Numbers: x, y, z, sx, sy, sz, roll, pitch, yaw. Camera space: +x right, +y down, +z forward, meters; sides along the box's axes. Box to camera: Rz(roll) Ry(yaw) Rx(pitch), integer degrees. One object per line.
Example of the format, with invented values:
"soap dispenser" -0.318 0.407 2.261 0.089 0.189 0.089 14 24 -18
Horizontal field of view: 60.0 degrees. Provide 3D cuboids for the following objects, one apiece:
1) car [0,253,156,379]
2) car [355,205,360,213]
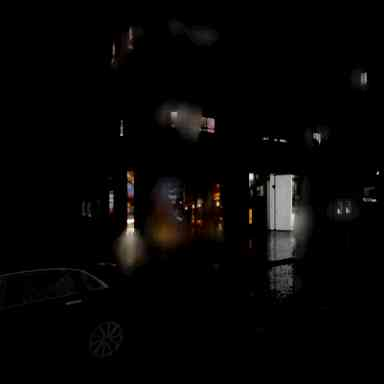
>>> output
"car" -2.593 1.551 4.249 4.403 1.369 2.008 0 0 -35
"car" 17.800 1.842 39.700 1.802 1.307 4.206 -1 0 -35
